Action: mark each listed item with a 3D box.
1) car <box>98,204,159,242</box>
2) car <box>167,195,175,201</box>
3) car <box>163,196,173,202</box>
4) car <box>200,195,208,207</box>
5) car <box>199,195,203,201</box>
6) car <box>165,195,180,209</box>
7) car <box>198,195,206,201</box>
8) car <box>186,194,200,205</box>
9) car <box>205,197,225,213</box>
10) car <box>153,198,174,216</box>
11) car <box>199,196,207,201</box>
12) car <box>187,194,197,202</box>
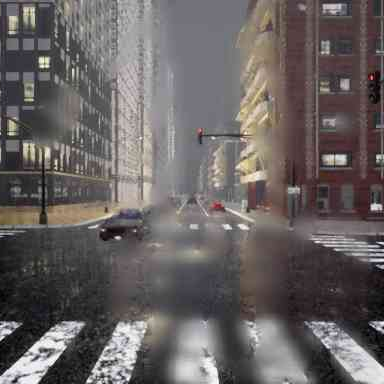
[{"bbox_3d":[-3.066,1.528,16.517,2.033,1.411,5.357,1,0,0],"label":"car"},{"bbox_3d":[-5.698,1.595,89.629,1.887,1.381,4.507,0,0,0],"label":"car"},{"bbox_3d":[-5.696,1.589,78.331,2.008,1.369,4.403,0,0,0],"label":"car"},{"bbox_3d":[2.687,1.567,50.090,2.008,1.369,4.403,0,0,0],"label":"car"},{"bbox_3d":[2.687,1.571,55.738,2.008,1.369,4.403,0,0,0],"label":"car"},{"bbox_3d":[-3.074,1.518,46.403,1.837,1.490,4.892,0,0,0],"label":"car"},{"bbox_3d":[2.683,1.491,89.630,1.967,1.590,4.097,0,0,0],"label":"car"},{"bbox_3d":[-0.004,1.549,59.771,1.812,1.442,4.674,0,0,0],"label":"car"},{"bbox_3d":[2.739,1.591,37.172,1.802,1.307,4.206,0,0,0],"label":"car"},{"bbox_3d":[-3.099,1.571,32.206,1.994,1.385,4.181,0,0,0],"label":"car"},{"bbox_3d":[2.683,1.626,83.981,1.802,1.307,4.206,0,0,0],"label":"car"},{"bbox_3d":[-0.005,1.218,69.743,2.097,1.767,4.553,0,0,0],"label":"car"}]
